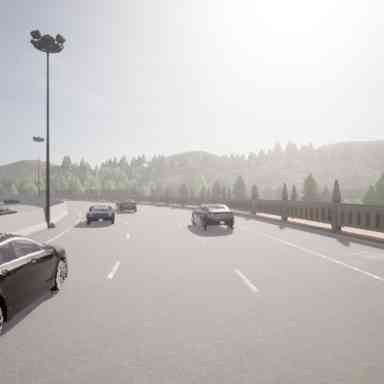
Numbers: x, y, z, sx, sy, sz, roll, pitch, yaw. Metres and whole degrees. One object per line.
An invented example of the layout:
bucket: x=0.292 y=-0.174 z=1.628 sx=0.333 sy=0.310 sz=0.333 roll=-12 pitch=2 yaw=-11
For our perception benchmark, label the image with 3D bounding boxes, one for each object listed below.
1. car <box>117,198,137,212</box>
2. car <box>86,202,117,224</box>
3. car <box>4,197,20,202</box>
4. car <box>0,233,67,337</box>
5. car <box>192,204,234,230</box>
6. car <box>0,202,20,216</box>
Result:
car: x=-7.674 y=1.490 z=38.416 sx=2.128 sy=1.511 sz=4.902 roll=0 pitch=0 yaw=-22
car: x=-6.758 y=1.600 z=24.739 sx=1.895 sy=1.301 sz=4.718 roll=0 pitch=0 yaw=-14
car: x=-31.895 y=1.598 z=59.003 sx=1.895 sy=1.301 sz=4.718 roll=0 pitch=0 yaw=-39
car: x=-3.771 y=1.491 z=5.992 sx=2.128 sy=1.511 sz=4.902 roll=0 pitch=0 yaw=-3
car: x=1.227 y=1.491 z=21.039 sx=2.128 sy=1.511 sz=4.902 roll=0 pitch=0 yaw=-11
car: x=-13.717 y=1.600 z=22.981 sx=1.895 sy=1.301 sz=4.718 roll=0 pitch=0 yaw=-15
